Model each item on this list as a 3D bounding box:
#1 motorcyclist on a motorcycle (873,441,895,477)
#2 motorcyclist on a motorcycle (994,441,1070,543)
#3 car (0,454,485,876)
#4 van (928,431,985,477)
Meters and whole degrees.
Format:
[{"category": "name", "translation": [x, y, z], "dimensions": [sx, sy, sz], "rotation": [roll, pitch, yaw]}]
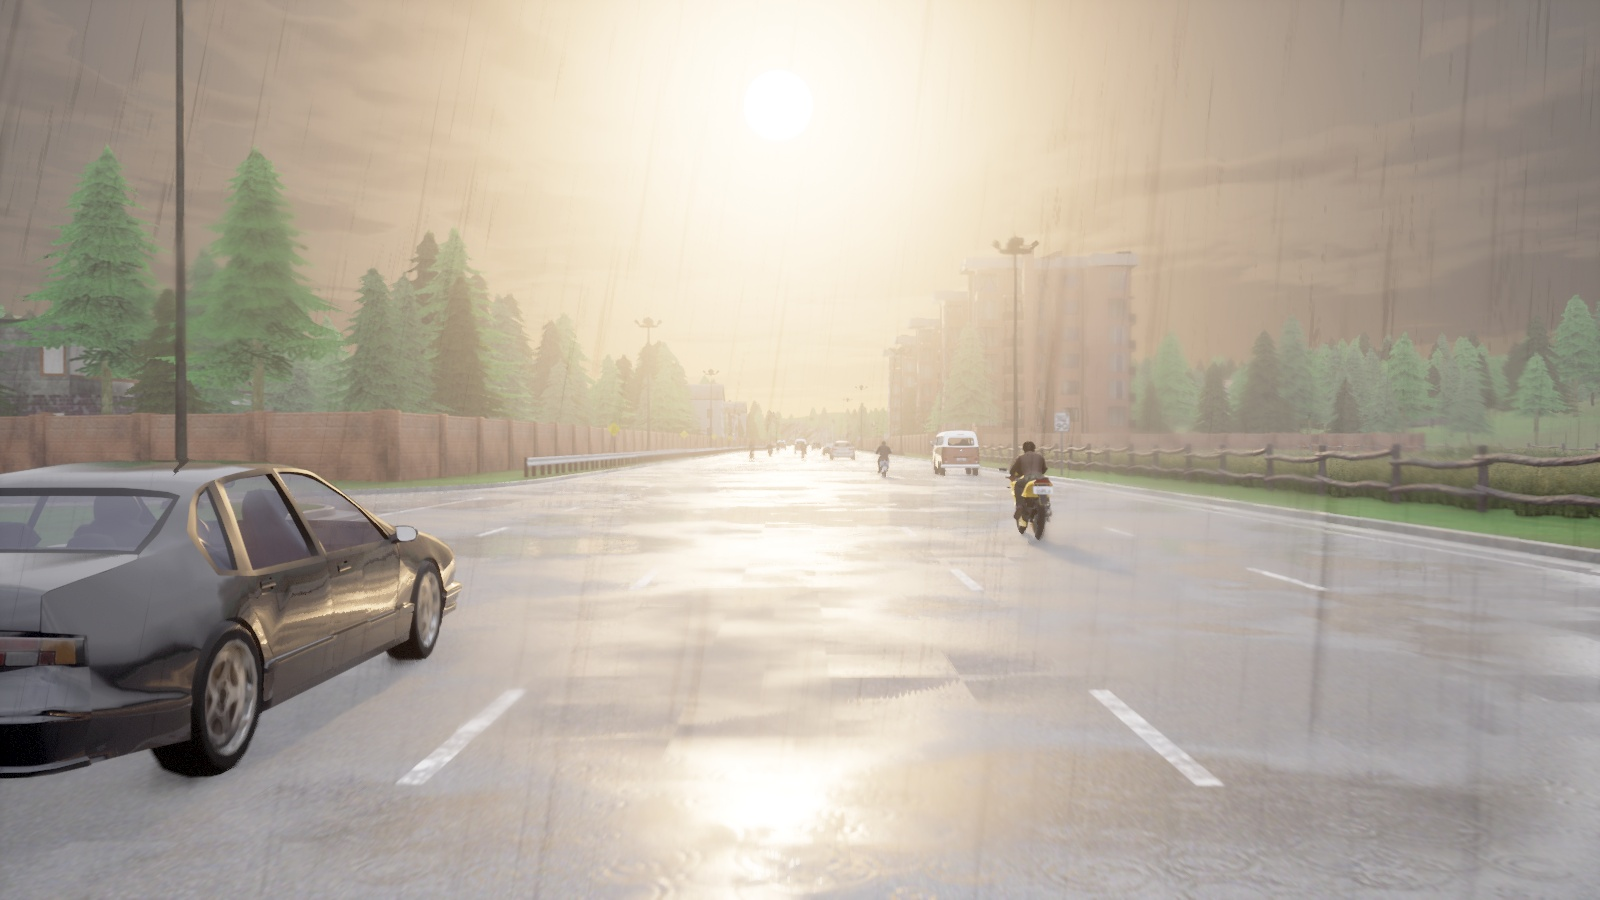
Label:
[{"category": "motorcyclist on a motorcycle", "translation": [3.683, 0.391, 55.309], "dimensions": [0.866, 1.590, 1.817], "rotation": [0, 0, 0]}, {"category": "motorcyclist on a motorcycle", "translation": [3.605, 0.620, 19.685], "dimensions": [0.797, 1.523, 2.044], "rotation": [0, 0, -1]}, {"category": "car", "translation": [-3.459, 0.752, 7.015], "dimensions": [2.033, 1.411, 5.357], "rotation": [0, 0, 0]}, {"category": "van", "translation": [7.192, 0.148, 58.108], "dimensions": [2.069, 2.038, 4.480], "rotation": [0, 0, 0]}]
